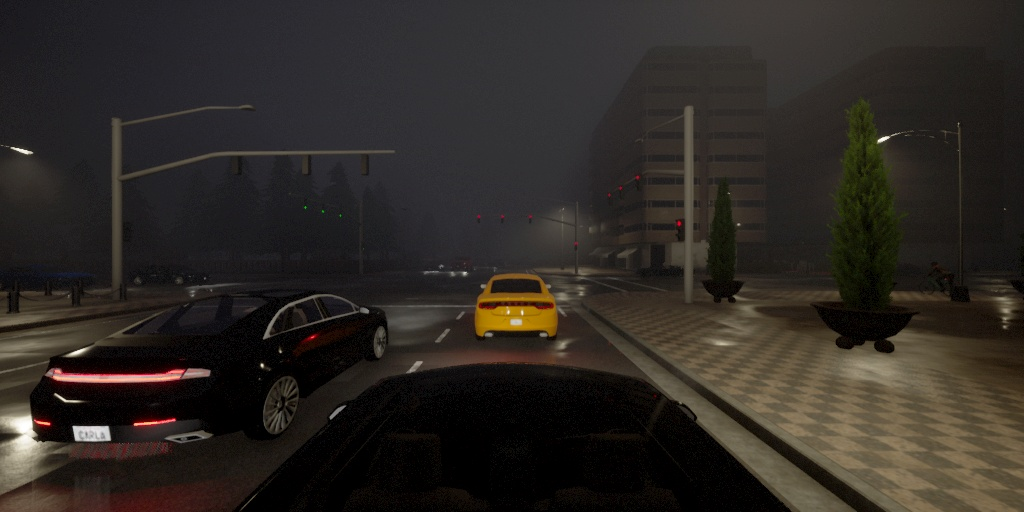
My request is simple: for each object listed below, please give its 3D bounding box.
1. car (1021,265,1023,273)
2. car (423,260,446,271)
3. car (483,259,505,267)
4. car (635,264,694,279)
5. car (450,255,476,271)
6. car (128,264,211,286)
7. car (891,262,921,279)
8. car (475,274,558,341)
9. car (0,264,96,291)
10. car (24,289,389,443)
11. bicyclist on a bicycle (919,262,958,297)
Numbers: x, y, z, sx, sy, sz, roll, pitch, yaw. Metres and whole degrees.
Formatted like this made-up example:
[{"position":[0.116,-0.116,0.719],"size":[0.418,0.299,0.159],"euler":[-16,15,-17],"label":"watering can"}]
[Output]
[{"position":[49.477,0.894,32.518],"size":[5.008,1.535,1.882],"euler":[0,0,0],"label":"car"},{"position":[-10.253,1.291,47.923],"size":[2.033,1.411,5.357],"euler":[0,0,2],"label":"car"},{"position":[-2.859,1.247,65.422],"size":[1.837,1.490,4.892],"euler":[0,0,25],"label":"car"},{"position":[13.778,1.402,32.530],"size":[4.718,1.301,1.895],"euler":[0,0,0],"label":"car"},{"position":[-6.709,0.960,48.421],"size":[2.150,2.045,5.566],"euler":[0,1,4],"label":"car"},{"position":[-24.009,1.304,25.241],"size":[4.892,1.490,1.837],"euler":[1,0,1],"label":"car"},{"position":[34.048,1.292,32.571],"size":[4.902,1.511,2.128],"euler":[0,0,0],"label":"car"},{"position":[0.107,1.226,9.946],"size":[1.882,1.535,5.008],"euler":[0,0,0],"label":"car"},{"position":[-28.363,1.280,21.718],"size":[5.008,1.535,1.882],"euler":[0,0,0],"label":"car"},{"position":[-3.423,1.241,5.364],"size":[2.128,1.511,4.902],"euler":[0,0,1],"label":"car"},{"position":[20.288,1.104,17.061],"size":[0.582,1.620,1.656],"euler":[0,0,0],"label":"bicyclist on a bicycle"}]
